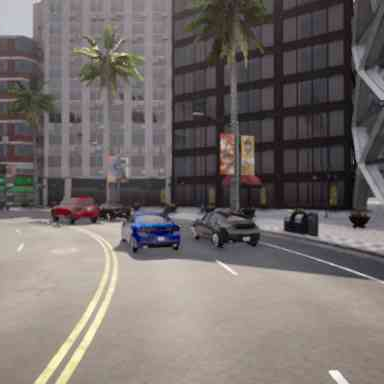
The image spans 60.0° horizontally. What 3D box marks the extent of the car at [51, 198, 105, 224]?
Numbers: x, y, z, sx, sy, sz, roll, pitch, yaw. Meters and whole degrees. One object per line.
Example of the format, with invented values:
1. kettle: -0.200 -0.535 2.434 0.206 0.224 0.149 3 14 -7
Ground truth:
1. car: -9.807 1.489 27.817 2.150 2.045 5.566 0 -1 -43

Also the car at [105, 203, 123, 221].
1. car: -7.580 1.774 30.526 1.882 1.535 5.008 1 -1 -44

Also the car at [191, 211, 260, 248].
1. car: 1.420 1.657 15.740 1.837 1.490 4.892 0 0 -19

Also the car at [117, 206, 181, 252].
1. car: -1.973 1.621 14.822 1.882 1.535 5.008 0 0 -19
